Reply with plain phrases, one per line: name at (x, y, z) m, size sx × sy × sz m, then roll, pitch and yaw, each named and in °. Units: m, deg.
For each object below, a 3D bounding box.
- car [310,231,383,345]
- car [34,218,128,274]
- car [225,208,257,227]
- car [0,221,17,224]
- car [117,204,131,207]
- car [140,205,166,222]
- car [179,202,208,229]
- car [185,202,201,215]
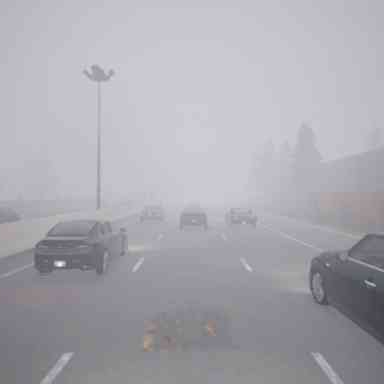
car at (3.602, 1.410, 5.413) m, size 2.097 × 1.767 × 4.553 m, roll 0°, pitch -1°, yaw 0°
car at (-3.397, 1.621, 10.971) m, size 1.837 × 1.490 × 4.892 m, roll 0°, pitch -1°, yaw 0°
car at (3.607, 1.866, 25.335) m, size 1.895 × 1.301 × 4.718 m, roll 0°, pitch -1°, yaw 0°
car at (-14.092, 1.775, 23.729) m, size 1.812 × 1.442 × 4.674 m, roll 0°, pitch -1°, yaw 0°
car at (-10.529, 2.120, 53.113) m, size 1.994 × 1.385 × 4.181 m, roll 0°, pitch -1°, yaw 1°
car at (-3.393, 1.854, 29.289) m, size 2.033 × 1.411 × 5.357 m, roll 0°, pitch -1°, yaw 0°
car at (0.106, 1.729, 23.960) m, size 1.882 × 1.535 × 5.008 m, roll 0°, pitch -1°, yaw 0°
car at (0.107, 1.959, 41.381) m, size 1.812 × 1.442 × 4.674 m, roll 0°, pitch -1°, yaw 0°
